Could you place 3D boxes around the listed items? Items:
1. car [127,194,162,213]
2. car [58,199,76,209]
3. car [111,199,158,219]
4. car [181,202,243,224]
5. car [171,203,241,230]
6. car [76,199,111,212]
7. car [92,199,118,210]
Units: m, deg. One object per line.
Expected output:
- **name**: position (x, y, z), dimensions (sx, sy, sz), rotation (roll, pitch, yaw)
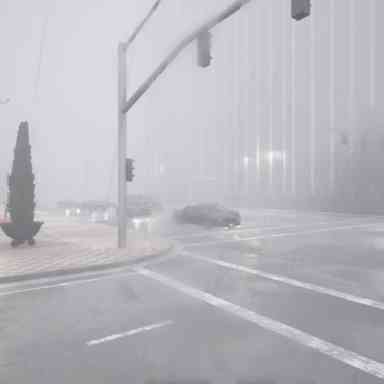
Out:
- **car**: position (-5.338, 1.224, 35.847), dimensions (2.150, 2.045, 5.566), rotation (0, 0, -36)
- **car**: position (-17.247, 1.601, 46.422), dimensions (1.895, 1.301, 4.718), rotation (0, 0, -35)
- **car**: position (-5.197, 1.564, 29.679), dimensions (1.994, 1.385, 4.181), rotation (0, 0, -36)
- **car**: position (1.431, 1.548, 26.477), dimensions (2.033, 1.411, 5.357), rotation (0, 0, -36)
- **car**: position (0.720, 1.548, 21.501), dimensions (2.033, 1.411, 5.357), rotation (0, 0, -36)
- **car**: position (-11.373, 1.601, 38.233), dimensions (1.895, 1.301, 4.718), rotation (0, 0, -36)
- **car**: position (-11.789, 1.601, 44.808), dimensions (1.895, 1.301, 4.718), rotation (0, 0, -36)
